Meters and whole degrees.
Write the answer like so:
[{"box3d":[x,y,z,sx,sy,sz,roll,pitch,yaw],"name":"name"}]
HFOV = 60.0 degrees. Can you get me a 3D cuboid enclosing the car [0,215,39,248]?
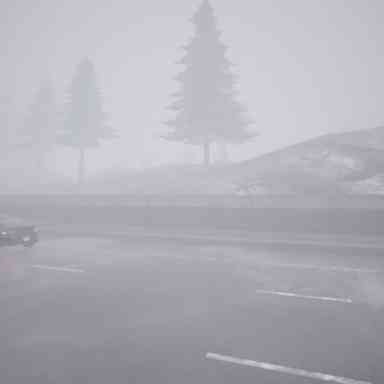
[{"box3d":[-8.768,1.734,14.606,4.674,1.442,1.812,0,-1,28],"name":"car"}]
